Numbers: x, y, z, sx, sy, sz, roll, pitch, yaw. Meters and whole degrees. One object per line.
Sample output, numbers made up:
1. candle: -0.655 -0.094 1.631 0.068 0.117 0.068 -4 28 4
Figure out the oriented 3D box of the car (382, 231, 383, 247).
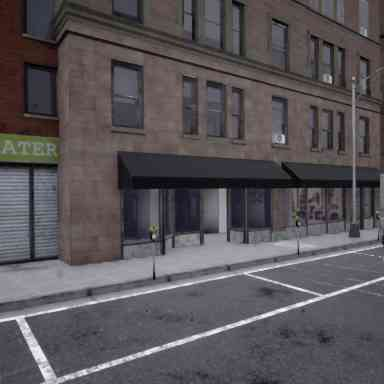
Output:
1. car: 9.217 1.540 13.116 4.507 1.381 1.887 0 -1 -35
